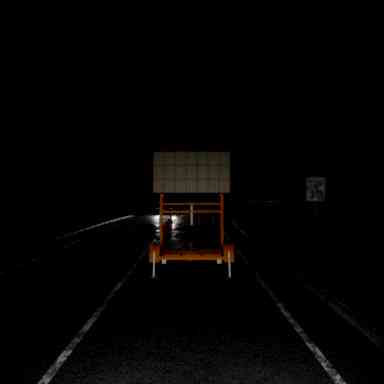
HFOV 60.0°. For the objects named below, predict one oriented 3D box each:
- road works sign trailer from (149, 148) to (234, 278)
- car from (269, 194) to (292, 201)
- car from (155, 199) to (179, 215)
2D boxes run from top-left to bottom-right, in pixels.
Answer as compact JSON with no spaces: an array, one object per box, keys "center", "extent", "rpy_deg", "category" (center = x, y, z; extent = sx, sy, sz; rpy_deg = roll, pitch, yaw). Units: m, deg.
[{"center":[-0.009,0.467,10.123],"extent":[2.380,3.560,2.880],"rpy_deg":[0,0,0],"category":"road works sign trailer"},{"center":[18.190,1.119,68.016],"extent":[5.357,1.411,2.033],"rpy_deg":[-1,0,-32],"category":"car"},{"center":[-2.462,1.516,34.093],"extent":[1.837,1.490,4.892],"rpy_deg":[0,0,6],"category":"car"}]
